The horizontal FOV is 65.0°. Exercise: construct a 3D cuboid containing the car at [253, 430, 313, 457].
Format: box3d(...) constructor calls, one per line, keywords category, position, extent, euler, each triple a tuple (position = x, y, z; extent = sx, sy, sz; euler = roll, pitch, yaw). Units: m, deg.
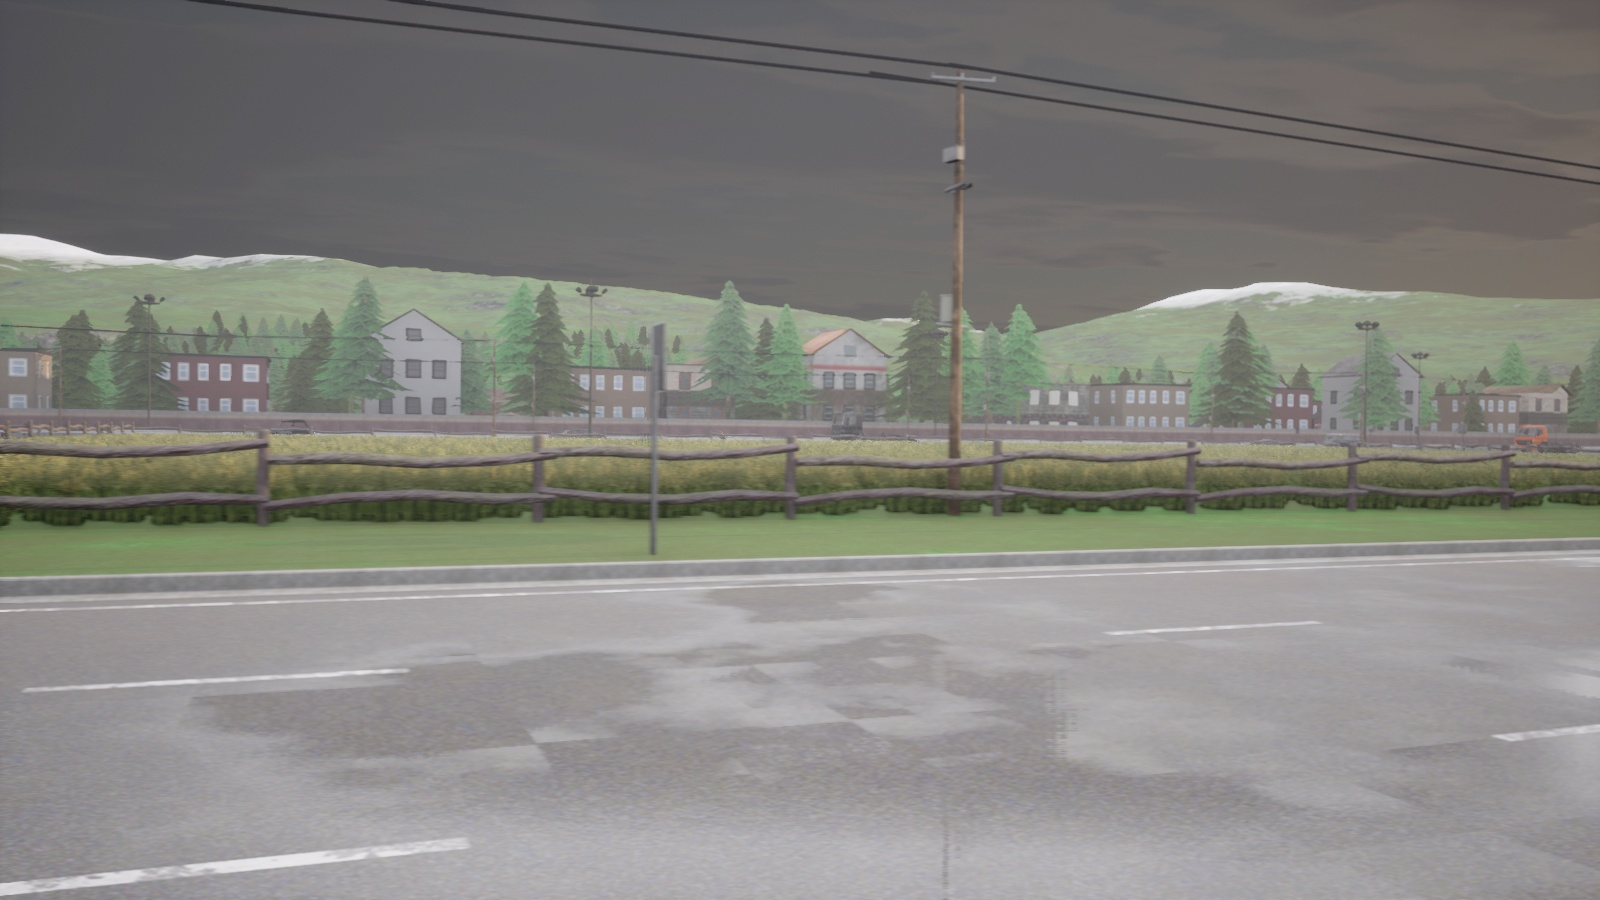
box3d(category="car", position=(-36.587, -0.464, 88.971), extent=(3.866, 1.878, 1.905), euler=(-1, 1, -21))
